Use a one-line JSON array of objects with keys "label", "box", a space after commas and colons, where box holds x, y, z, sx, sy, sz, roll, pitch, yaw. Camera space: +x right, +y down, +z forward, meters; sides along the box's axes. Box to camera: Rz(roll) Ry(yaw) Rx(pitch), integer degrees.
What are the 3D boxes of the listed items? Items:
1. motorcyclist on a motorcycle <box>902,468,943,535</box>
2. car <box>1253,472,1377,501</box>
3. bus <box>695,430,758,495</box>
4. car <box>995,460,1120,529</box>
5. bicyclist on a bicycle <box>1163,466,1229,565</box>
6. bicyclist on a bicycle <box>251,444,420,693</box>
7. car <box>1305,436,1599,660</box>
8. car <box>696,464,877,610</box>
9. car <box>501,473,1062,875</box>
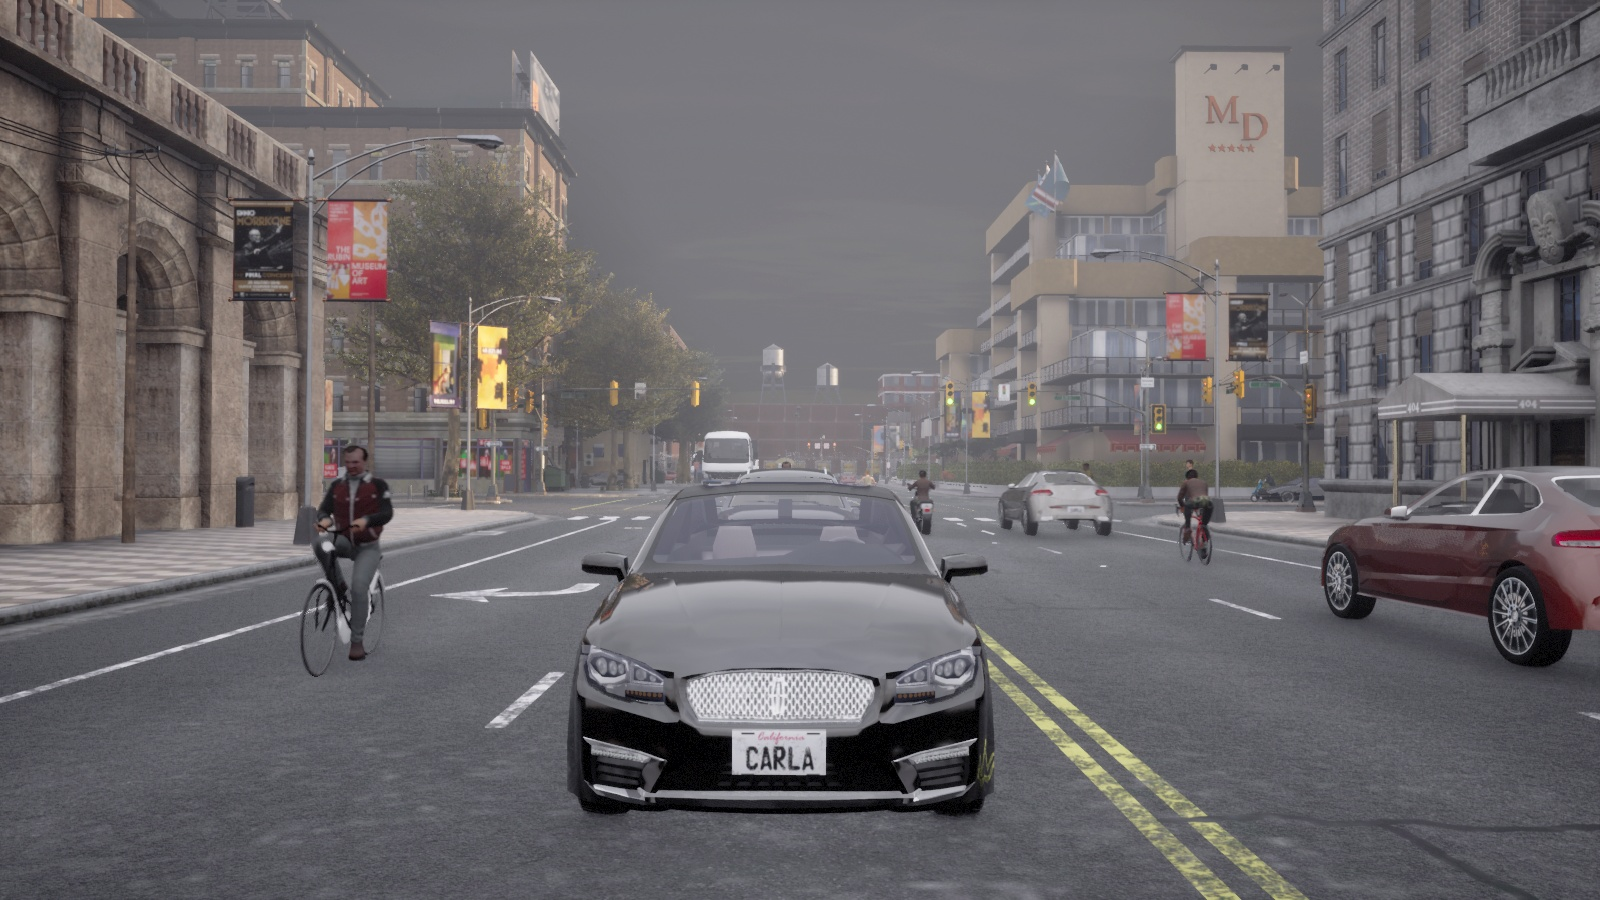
[{"label": "motorcyclist on a motorcycle", "box": [3.106, 1.290, 32.055, 0.766, 1.649, 2.350, 0, -1, -1]}, {"label": "car", "box": [25.783, 1.814, 63.007, 5.357, 1.411, 2.033, 0, -1, -1]}, {"label": "bus", "box": [-4.931, 0.914, 86.961, 3.944, 4.253, 10.273, 0, -1, -1]}, {"label": "car", "box": [6.593, 1.116, 32.776, 2.152, 1.651, 5.027, 0, -1, -1]}, {"label": "bicyclist on a bicycle", "box": [6.789, 1.102, 21.595, 0.582, 1.620, 1.656, 0, -1, -1]}, {"label": "bicyclist on a bicycle", "box": [-3.610, 0.866, 9.923, 0.659, 1.776, 1.843, 0, -1, 0]}, {"label": "car", "box": [6.874, 0.764, 11.827, 2.152, 1.651, 5.027, 0, -1, 0]}, {"label": "car", "box": [-0.165, 1.024, 16.622, 2.033, 1.649, 4.856, 0, -1, 0]}, {"label": "car", "box": [-0.075, 0.892, 7.228, 2.128, 1.511, 4.902, 0, -1, 0]}]
